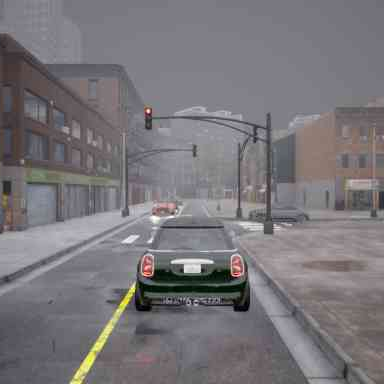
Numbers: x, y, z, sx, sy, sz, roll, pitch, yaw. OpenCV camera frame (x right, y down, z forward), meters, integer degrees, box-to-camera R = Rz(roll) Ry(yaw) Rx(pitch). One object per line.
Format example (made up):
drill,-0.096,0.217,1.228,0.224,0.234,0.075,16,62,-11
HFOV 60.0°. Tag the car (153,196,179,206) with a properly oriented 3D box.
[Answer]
car,-2.791,1.359,33.887,2.097,1.767,4.553,0,0,0

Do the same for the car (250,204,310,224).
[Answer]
car,6.129,1.519,23.633,4.181,1.385,1.994,0,0,6

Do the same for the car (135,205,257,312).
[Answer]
car,0.022,1.352,7.894,2.097,1.767,4.553,0,0,0

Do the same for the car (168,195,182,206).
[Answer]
car,-2.740,1.380,55.443,2.097,1.767,4.553,0,0,0

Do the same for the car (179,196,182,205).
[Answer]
car,-2.772,1.563,44.222,2.033,1.411,5.357,0,0,0
